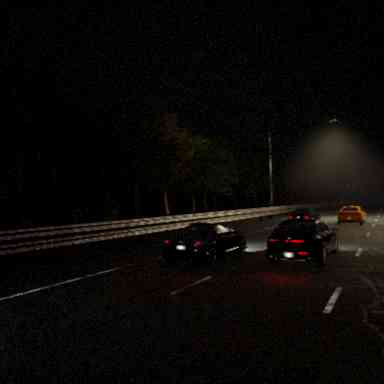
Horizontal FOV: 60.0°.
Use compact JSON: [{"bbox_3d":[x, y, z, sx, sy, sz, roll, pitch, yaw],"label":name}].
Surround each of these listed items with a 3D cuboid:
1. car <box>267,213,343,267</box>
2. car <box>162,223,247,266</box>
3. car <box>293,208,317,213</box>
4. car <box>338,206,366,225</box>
[{"bbox_3d":[4.290,1.760,12.603,1.837,1.490,4.892,-2,-2,31],"label":"car"},{"bbox_3d":[0.636,1.928,13.296,1.994,1.385,4.181,-2,-2,31],"label":"car"},{"bbox_3d":[9.805,2.124,28.770,2.033,1.411,5.357,-2,-2,31],"label":"car"},{"bbox_3d":[13.726,1.952,28.533,1.882,1.535,5.008,-2,-2,31],"label":"car"}]
